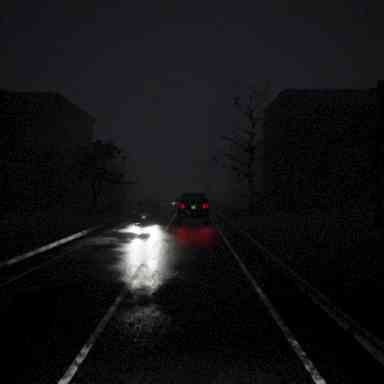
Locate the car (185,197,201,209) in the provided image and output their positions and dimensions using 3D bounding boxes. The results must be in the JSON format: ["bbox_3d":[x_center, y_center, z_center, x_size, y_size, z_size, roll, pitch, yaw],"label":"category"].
[{"bbox_3d":[0.102,1.333,42.345,1.895,1.301,4.718,0,0,0],"label":"car"}]

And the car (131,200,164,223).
[{"bbox_3d":[-3.099,1.344,23.833,2.128,1.511,4.902,0,0,0],"label":"car"}]

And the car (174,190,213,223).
[{"bbox_3d":[0.101,1.072,24.342,2.150,2.045,5.566,0,1,0],"label":"car"}]

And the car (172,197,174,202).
[{"bbox_3d":[-2.998,1.425,67.280,1.994,1.385,4.181,0,0,0],"label":"car"}]
